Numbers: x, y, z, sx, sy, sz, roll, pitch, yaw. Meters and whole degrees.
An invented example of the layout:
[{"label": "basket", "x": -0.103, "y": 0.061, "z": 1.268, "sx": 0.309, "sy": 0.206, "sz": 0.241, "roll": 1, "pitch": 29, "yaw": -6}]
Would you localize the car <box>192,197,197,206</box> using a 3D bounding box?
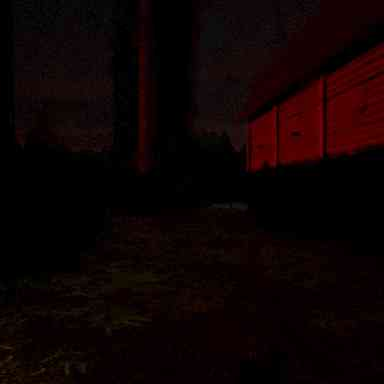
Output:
[{"label": "car", "x": -0.314, "y": 1.362, "z": 48.945, "sx": 1.994, "sy": 1.381, "sz": 4.181, "roll": 0, "pitch": 0, "yaw": -9}]
